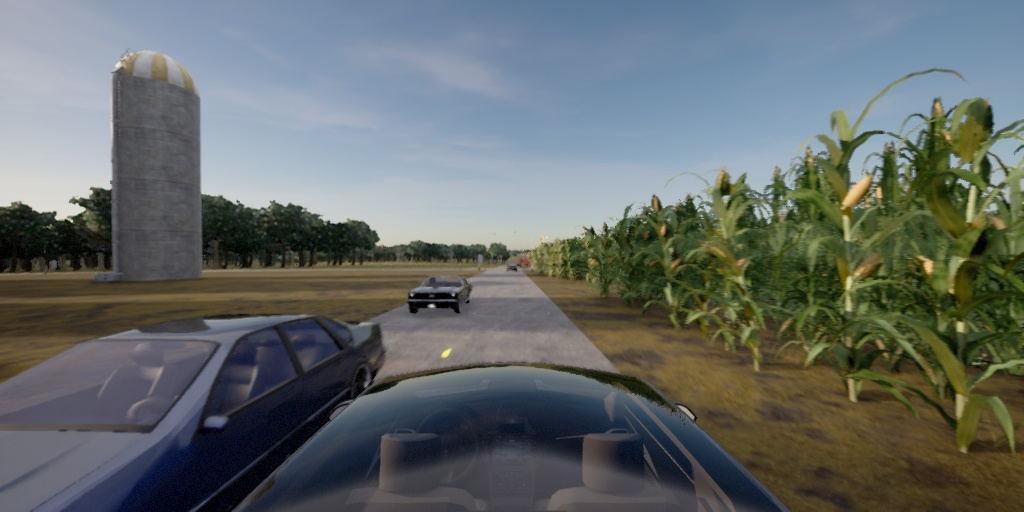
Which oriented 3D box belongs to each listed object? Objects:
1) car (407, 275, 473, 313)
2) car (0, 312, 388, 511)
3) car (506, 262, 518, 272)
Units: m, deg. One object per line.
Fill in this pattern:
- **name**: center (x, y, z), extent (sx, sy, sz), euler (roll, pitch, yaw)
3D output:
- **car**: center (-2.753, 1.445, 14.561), extent (1.895, 1.301, 4.718), euler (0, -1, 0)
- **car**: center (-2.842, 1.307, 3.320), extent (2.033, 1.411, 5.357), euler (0, 0, 0)
- **car**: center (-0.010, 1.970, 62.060), extent (1.837, 1.490, 4.892), euler (0, -1, 0)
